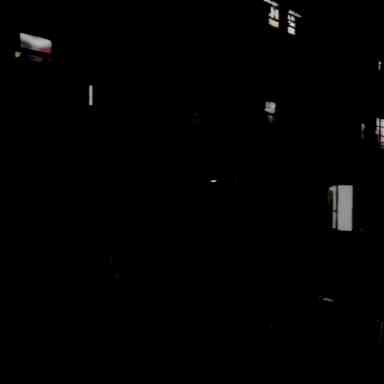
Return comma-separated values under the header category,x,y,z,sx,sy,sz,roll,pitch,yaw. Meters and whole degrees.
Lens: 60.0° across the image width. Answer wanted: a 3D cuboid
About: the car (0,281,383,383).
category,x,y,z,sx,sy,sz,roll,pitch,yaw
car,0.123,1.539,2.528,4.313,1.339,1.947,0,1,-34
